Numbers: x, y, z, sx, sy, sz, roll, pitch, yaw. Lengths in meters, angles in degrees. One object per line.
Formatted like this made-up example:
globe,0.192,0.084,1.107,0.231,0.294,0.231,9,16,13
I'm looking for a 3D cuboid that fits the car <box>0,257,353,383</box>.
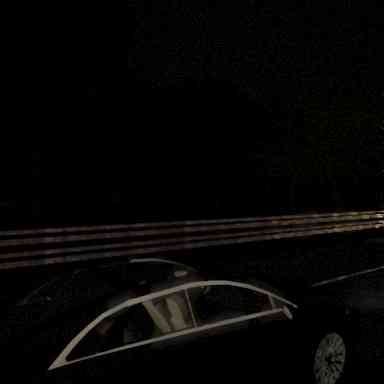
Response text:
car,-0.159,1.501,3.633,4.902,1.511,2.128,0,0,-36
